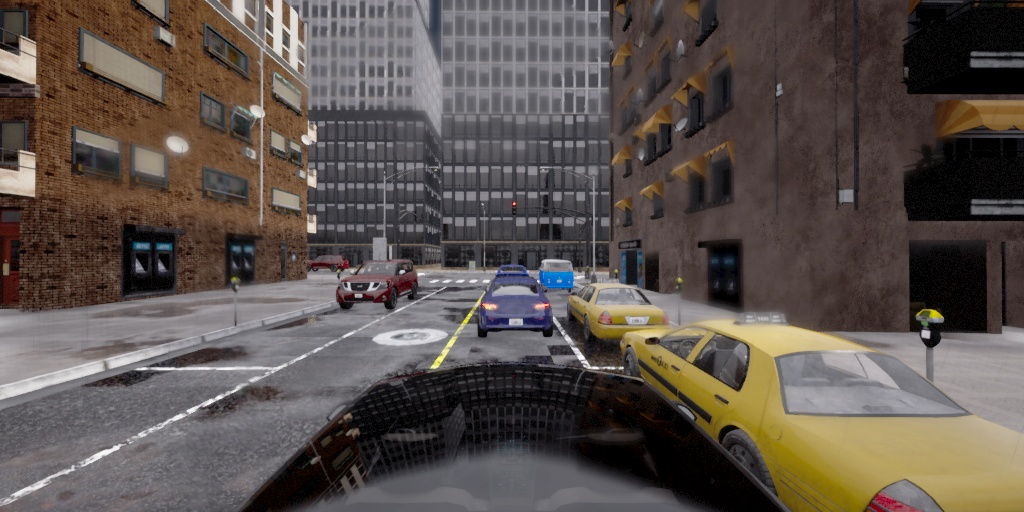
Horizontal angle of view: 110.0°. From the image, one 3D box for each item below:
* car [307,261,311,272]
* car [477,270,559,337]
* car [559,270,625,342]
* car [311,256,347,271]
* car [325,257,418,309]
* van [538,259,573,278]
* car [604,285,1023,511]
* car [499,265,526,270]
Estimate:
[{"bbox_3d":[-21.003,1.083,32.411,4.207,1.307,1.802,0,0,-1],"label":"car"},{"bbox_3d":[0.062,1.277,10.129,1.812,1.442,4.674,0,0,-1],"label":"car"},{"bbox_3d":[2.533,1.277,9.611,1.751,1.417,4.829,0,0,0],"label":"car"},{"bbox_3d":[-21.090,0.862,40.550,5.009,1.841,2.192,0,0,-1],"label":"car"},{"bbox_3d":[-5.378,1.068,15.037,2.192,1.841,5.009,0,0,0],"label":"car"},{"bbox_3d":[2.470,1.096,20.721,1.690,1.789,3.998,0,0,0],"label":"van"},{"bbox_3d":[2.565,1.276,3.970,1.751,1.417,4.829,0,0,0],"label":"car"},{"bbox_3d":[0.009,1.232,20.390,1.882,1.535,5.008,0,0,0],"label":"car"}]
